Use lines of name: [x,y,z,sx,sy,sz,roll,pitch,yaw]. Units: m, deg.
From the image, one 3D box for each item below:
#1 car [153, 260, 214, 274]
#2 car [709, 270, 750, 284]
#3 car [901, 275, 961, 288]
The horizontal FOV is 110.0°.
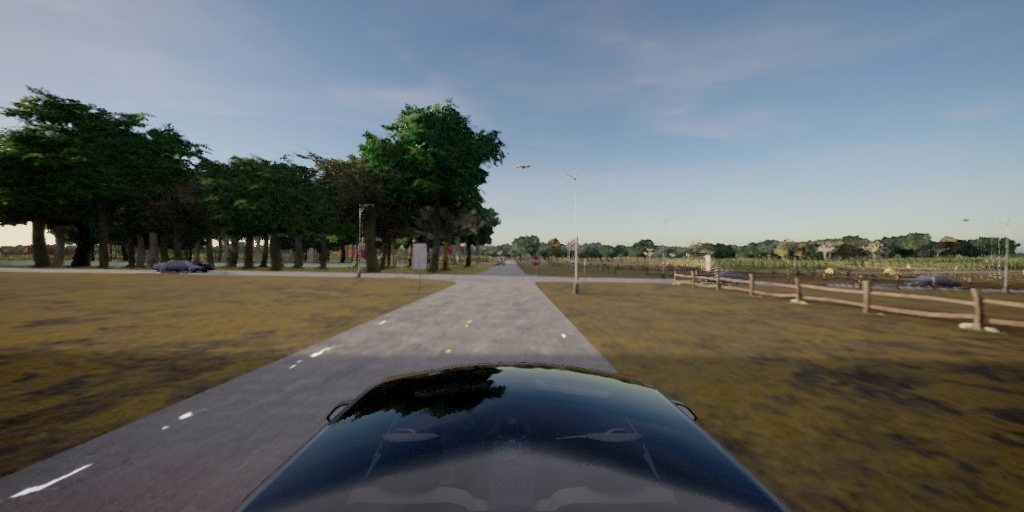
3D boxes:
car: [-35.571,1.129,38.841,5.357,1.411,2.033,1,0,0]
car: [23.873,2.293,39.149,4.181,1.385,1.994,1,0,0]
car: [49.139,2.984,42.033,5.357,1.411,2.033,2,0,0]
